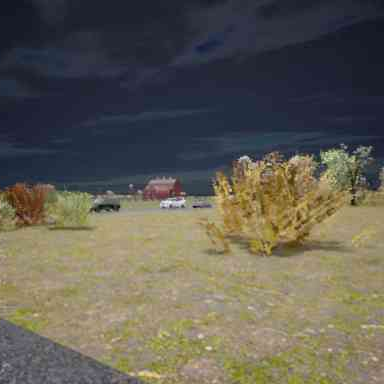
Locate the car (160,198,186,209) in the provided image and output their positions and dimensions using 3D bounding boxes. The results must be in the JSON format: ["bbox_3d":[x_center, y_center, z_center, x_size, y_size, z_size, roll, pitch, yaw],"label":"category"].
[{"bbox_3d":[-3.381,2.047,59.841,2.150,2.045,5.566,-2,-2,37],"label":"car"}]

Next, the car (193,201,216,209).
[{"bbox_3d":[1.977,2.349,61.098,1.994,1.385,4.181,-2,-2,36],"label":"car"}]

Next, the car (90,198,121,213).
[{"bbox_3d":[-12.618,1.876,47.165,2.150,2.045,5.566,-2,-2,36],"label":"car"}]
